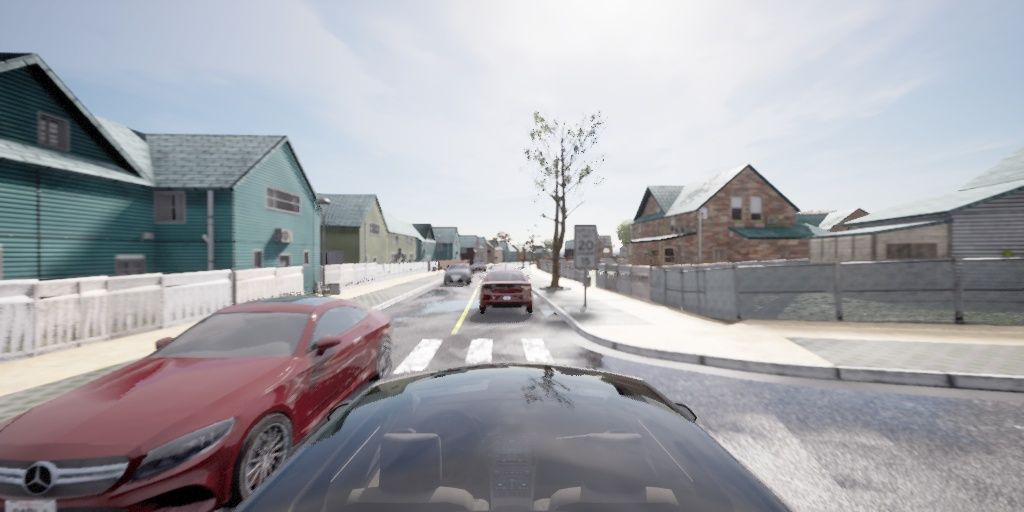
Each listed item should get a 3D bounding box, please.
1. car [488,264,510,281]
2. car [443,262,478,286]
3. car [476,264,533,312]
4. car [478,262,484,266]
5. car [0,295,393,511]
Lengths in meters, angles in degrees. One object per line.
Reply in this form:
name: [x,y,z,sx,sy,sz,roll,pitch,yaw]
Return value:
car: [-1.198,1.430,32.342,1.895,1.301,4.718,0,0,-3]
car: [-3.826,1.303,26.095,2.128,1.511,4.902,0,0,-3]
car: [-0.281,1.245,14.304,1.882,1.535,5.008,0,0,-3]
car: [-4.457,1.490,48.975,1.994,1.385,4.181,0,0,0]
car: [-2.920,1.283,4.481,1.812,1.442,4.674,0,0,-1]
